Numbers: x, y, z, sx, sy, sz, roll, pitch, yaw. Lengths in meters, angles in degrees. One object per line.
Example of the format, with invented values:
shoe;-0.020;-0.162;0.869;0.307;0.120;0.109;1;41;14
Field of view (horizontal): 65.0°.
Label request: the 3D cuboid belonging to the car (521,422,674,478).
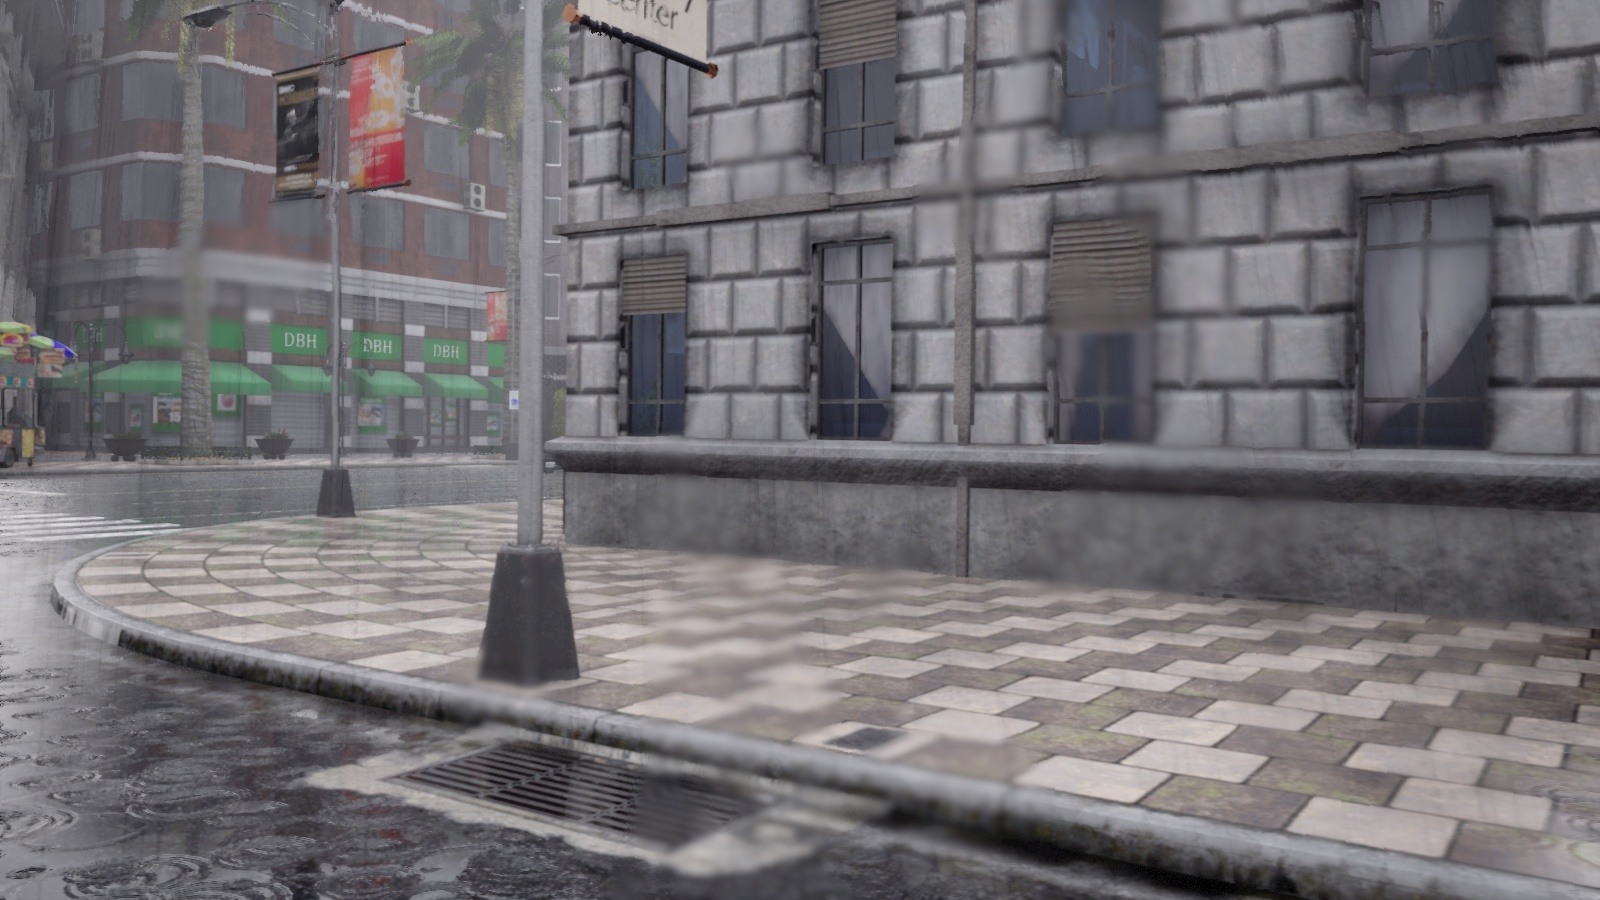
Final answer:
car;-6.374;-0.032;39.973;2.242;1.667;4.611;0;1;34
